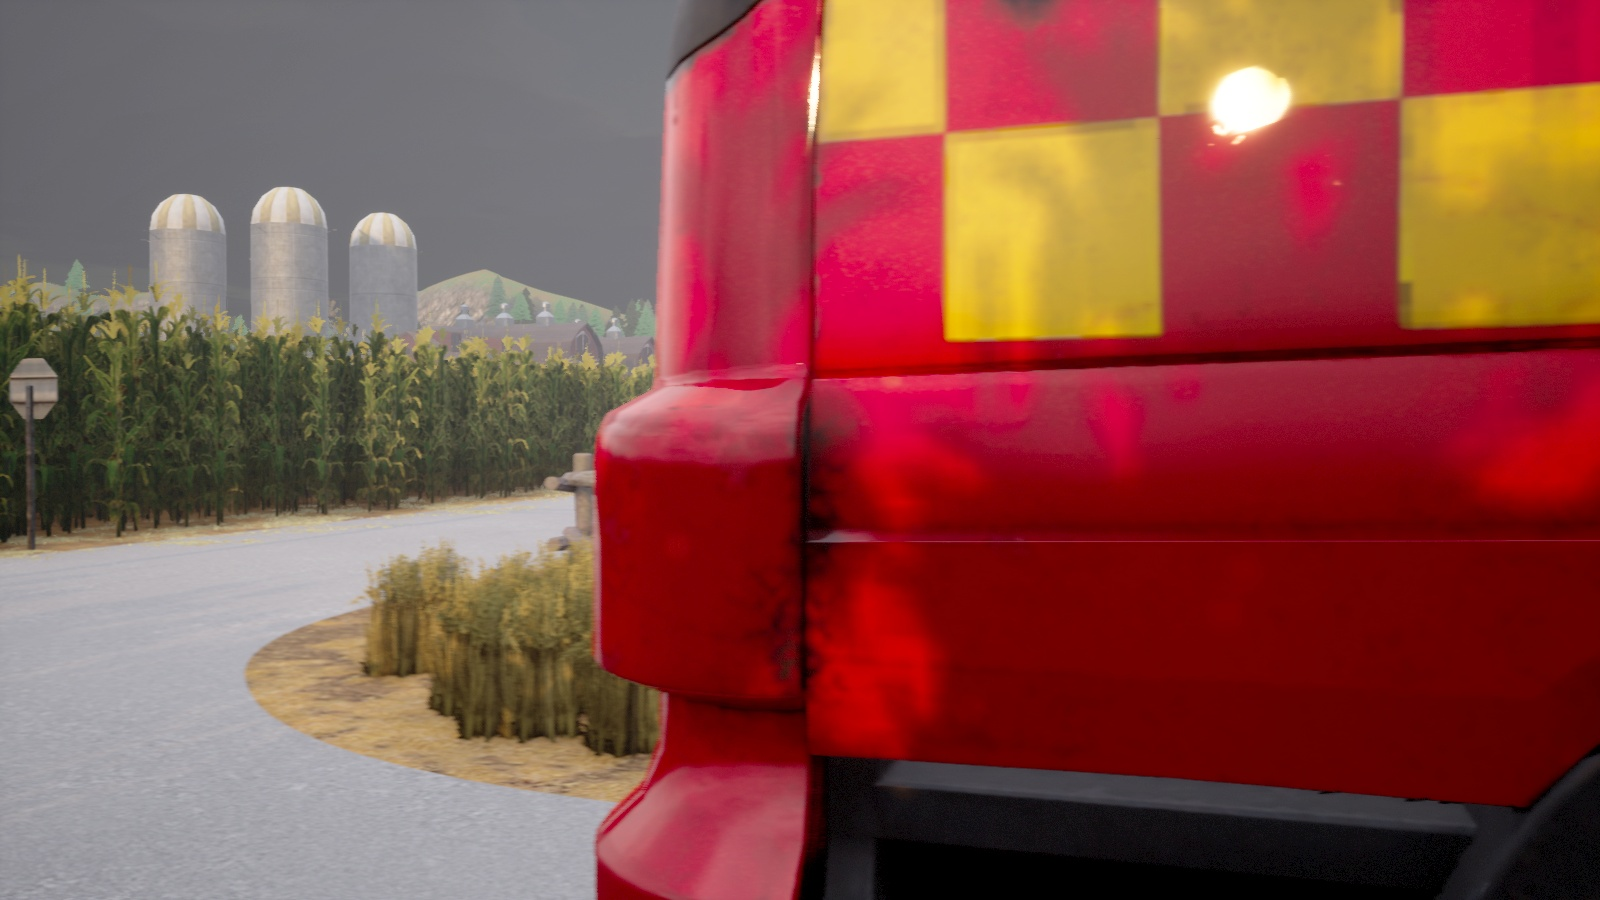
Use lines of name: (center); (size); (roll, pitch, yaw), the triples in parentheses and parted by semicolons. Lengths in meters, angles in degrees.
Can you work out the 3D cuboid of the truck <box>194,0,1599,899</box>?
truck: (3.728, -0.349, 1.656); (8.468, 3.827, 2.891); (1, 1, 17)
